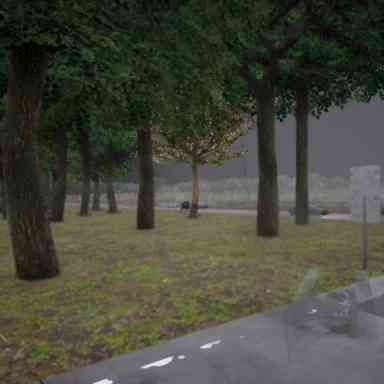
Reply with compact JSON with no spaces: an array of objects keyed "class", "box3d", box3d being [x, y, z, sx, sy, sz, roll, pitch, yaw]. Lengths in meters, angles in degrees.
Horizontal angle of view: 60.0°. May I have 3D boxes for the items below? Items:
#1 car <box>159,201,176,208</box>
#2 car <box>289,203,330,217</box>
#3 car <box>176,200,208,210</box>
[{"class":"car","box3d":[-4.723,2.542,66.192,1.895,1.301,4.718,-1,0,-35]},{"class":"car","box3d":[12.815,1.955,36.492,1.994,1.385,4.181,-1,0,-35]},{"class":"car","box3d":[-0.008,2.137,54.657,2.097,1.767,4.553,-1,0,-35]}]
